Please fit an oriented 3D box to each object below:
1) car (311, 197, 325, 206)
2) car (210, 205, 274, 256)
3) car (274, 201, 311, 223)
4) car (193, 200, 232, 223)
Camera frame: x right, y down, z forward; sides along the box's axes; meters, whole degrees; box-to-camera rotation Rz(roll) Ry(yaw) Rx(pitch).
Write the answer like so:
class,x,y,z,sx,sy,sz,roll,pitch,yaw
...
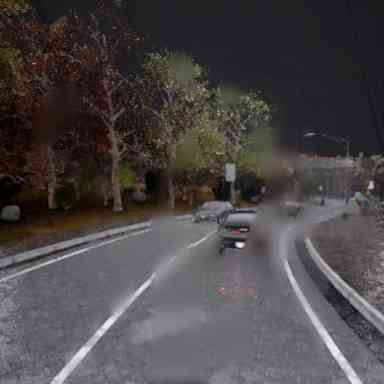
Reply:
class,x,y,z,sx,sy,sz,roll,pitch,yaw
car,22.157,1.701,58.603,1.837,1.490,4.892,4,2,32
car,2.176,1.487,13.245,1.837,1.490,4.892,1,0,14
car,8.689,1.566,28.933,1.882,1.535,5.008,4,1,29
car,1.654,1.360,23.102,1.837,1.490,4.892,2,1,23
